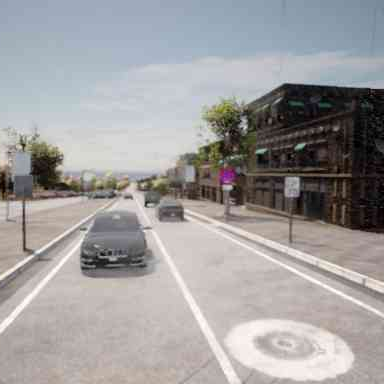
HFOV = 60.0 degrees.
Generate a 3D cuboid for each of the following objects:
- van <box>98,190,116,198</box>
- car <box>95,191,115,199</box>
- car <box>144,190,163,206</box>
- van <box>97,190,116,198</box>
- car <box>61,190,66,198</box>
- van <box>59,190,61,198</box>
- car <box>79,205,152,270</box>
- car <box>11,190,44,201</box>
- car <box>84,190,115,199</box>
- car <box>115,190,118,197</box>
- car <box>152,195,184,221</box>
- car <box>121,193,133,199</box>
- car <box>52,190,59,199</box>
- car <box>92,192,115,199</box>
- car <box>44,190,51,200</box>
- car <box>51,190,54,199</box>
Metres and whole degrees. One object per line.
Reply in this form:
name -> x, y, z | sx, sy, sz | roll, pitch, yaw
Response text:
van -> -22.658, 0.586, 88.778 | 4.442, 1.987, 1.878 | 0, 0, -11
car -> -20.976, 0.682, 80.535 | 4.553, 1.767, 2.185 | 0, 0, -11
car -> -4.860, 0.826, 41.983 | 2.150, 2.045, 5.566 | 0, 0, -7
van -> -21.405, 0.583, 83.308 | 4.442, 1.987, 1.878 | 0, 0, -11
car -> -34.872, 0.861, 83.570 | 4.674, 1.452, 2.002 | 0, 0, -11
van -> -33.972, 0.592, 78.070 | 4.442, 1.987, 1.878 | 0, 0, -10
car -> -2.435, 1.409, 10.863 | 1.837, 1.490, 4.892 | 0, 1, -10
car -> -30.821, 0.870, 61.665 | 5.008, 1.535, 2.097 | 0, 0, -10
car -> -18.457, 0.845, 66.752 | 4.892, 1.521, 2.231 | 0, 0, -10
car -> -18.999, 0.579, 69.500 | 5.566, 2.045, 2.435 | 0, 0, -10
car -> -1.743, 1.279, 25.268 | 1.837, 1.490, 4.892 | 0, 1, -10
car -> -13.708, 0.908, 71.810 | 1.994, 1.385, 4.181 | 0, 0, -11
car -> -33.321, 0.694, 75.362 | 4.553, 1.767, 2.185 | 0, 0, -10
car -> -19.994, 0.813, 75.016 | 4.892, 1.521, 2.231 | 0, 0, -10
car -> -31.840, 0.839, 67.140 | 5.008, 1.535, 2.097 | 0, 0, -10
car -> -32.342, 0.870, 69.881 | 4.674, 1.452, 2.002 | 0, 0, -10
